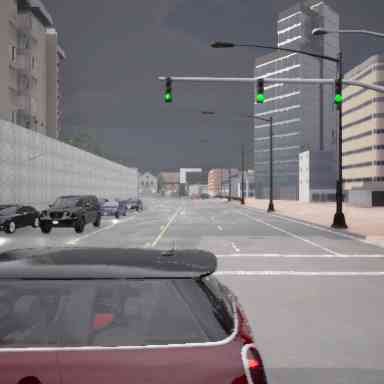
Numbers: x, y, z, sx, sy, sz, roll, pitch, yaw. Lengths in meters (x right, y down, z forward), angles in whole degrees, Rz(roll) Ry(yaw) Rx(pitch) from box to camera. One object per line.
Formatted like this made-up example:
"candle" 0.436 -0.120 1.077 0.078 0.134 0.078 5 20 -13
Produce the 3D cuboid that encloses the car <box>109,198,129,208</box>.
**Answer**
"car" -10.576 1.601 48.377 1.895 1.301 4.718 0 0 0

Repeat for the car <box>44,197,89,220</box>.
"car" -10.611 1.352 28.499 2.097 1.767 4.553 0 0 0

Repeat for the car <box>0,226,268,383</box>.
"car" -1.599 1.350 3.138 4.553 1.767 2.097 0 0 0

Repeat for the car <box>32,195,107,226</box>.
"car" -7.105 1.221 20.063 2.150 2.045 5.566 0 0 0

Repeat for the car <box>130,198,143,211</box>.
"car" -7.107 1.491 40.046 2.128 1.511 4.902 0 0 0

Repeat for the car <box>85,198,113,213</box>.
"car" -10.609 1.505 38.317 1.837 1.490 4.892 0 0 0

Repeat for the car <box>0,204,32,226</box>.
"car" -10.608 1.505 19.432 1.837 1.490 4.892 0 0 0

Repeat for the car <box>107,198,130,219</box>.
"car" -7.111 1.526 29.704 1.812 1.442 4.674 0 0 0
